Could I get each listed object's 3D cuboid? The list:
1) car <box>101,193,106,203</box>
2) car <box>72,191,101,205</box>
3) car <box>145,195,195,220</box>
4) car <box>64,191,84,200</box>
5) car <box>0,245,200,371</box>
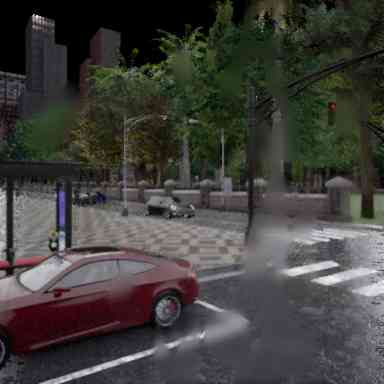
[{"bbox_3d":[-13.863,0.700,47.435,1.882,1.535,5.008,0,1,-35],"label":"car"},{"bbox_3d":[-13.426,0.806,41.430,1.882,1.535,5.008,0,1,-35],"label":"car"},{"bbox_3d":[-1.710,1.040,24.938,2.097,1.767,4.553,0,1,-35],"label":"car"},{"bbox_3d":[-19.806,0.587,55.705,1.994,1.385,4.181,0,1,-35],"label":"car"},{"bbox_3d":[-1.795,1.584,5.372,4.206,1.307,1.802,0,0,-35],"label":"car"}]
